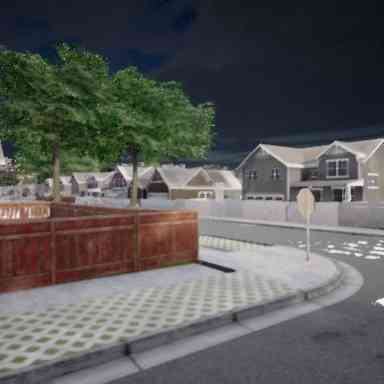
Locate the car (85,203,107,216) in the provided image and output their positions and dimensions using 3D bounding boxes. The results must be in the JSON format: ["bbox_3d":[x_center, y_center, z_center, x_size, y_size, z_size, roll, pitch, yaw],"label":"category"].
[{"bbox_3d":[-10.037,1.793,35.462,1.895,1.301,4.718,0,0,-36],"label":"car"}]
